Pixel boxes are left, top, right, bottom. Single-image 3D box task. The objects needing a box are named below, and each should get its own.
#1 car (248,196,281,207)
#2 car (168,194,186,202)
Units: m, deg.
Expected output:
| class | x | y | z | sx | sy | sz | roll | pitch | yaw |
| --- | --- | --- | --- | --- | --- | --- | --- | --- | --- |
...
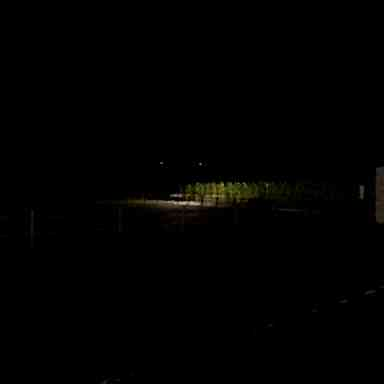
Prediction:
| class | x | y | z | sx | sy | sz | roll | pitch | yaw |
| --- | --- | --- | --- | --- | --- | --- | --- | --- | --- |
| car | 9.603 | 1.348 | 44.320 | 2.128 | 1.511 | 4.902 | 0 | 0 | -33 |
| car | -2.880 | 1.176 | 64.093 | 2.128 | 1.511 | 4.902 | 0 | 0 | -32 |
